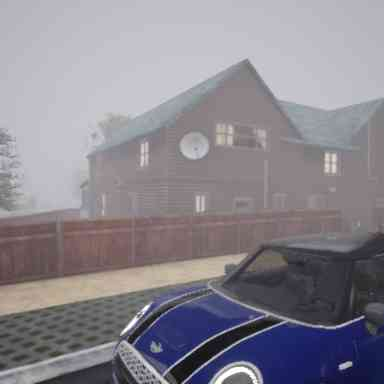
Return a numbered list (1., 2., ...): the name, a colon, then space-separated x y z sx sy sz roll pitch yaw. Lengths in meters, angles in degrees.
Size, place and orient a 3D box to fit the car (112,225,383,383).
1. car: 1.427 1.347 3.884 4.553 1.767 2.097 0 0 -32
